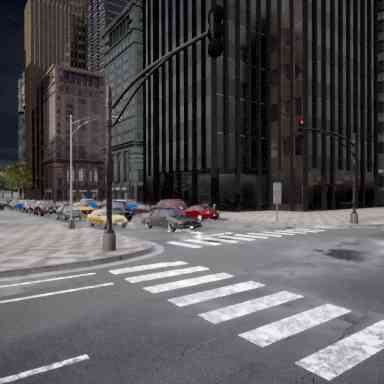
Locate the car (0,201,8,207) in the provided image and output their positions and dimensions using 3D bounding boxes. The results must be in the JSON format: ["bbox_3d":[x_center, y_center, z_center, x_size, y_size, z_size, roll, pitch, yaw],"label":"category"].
[{"bbox_3d":[-44.502,2.769,77.998,1.802,1.307,4.206,-1,0,-35],"label":"car"}]

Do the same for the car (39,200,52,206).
[{"bbox_3d":[-34.846,2.658,79.141,1.947,1.339,4.313,-1,0,-35],"label":"car"}]

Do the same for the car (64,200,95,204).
[{"bbox_3d":[-12.801,1.987,38.168,1.882,1.535,5.008,0,-1,-35],"label":"car"}]

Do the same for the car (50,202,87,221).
[{"bbox_3d":[-12.049,2.003,32.496,2.008,1.369,4.403,-1,0,-35],"label":"car"}]

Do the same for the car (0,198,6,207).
[{"bbox_3d":[-41.381,2.665,73.620,1.887,1.381,4.507,-1,0,-35],"label":"car"}]

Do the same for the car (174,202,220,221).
[{"bbox_3d":[0.573,1.827,29.484,1.887,1.381,4.507,-1,0,-35],"label":"car"}]

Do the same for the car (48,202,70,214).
[{"bbox_3d":[-18.652,2.171,46.433,1.812,1.442,4.674,0,-1,-35],"label":"car"}]

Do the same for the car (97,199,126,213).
[{"bbox_3d":[-11.228,1.874,46.064,2.192,1.841,5.009,-1,0,-35],"label":"car"}]

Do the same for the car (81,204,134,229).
[{"bbox_3d":[-6.277,1.842,24.403,1.752,1.417,4.829,-1,0,-35],"label":"car"}]

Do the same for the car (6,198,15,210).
[{"bbox_3d":[-32.015,2.352,60.486,1.967,1.590,4.097,-1,0,-35],"label":"car"}]

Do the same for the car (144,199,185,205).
[{"bbox_3d":[-2.381,1.667,33.629,2.192,1.841,5.009,-1,0,-35],"label":"car"}]

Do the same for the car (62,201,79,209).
[{"bbox_3d":[-22.762,2.405,62.199,1.802,1.307,4.206,-1,0,-35],"label":"car"}]

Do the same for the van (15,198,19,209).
[{"bbox_3d":[-26.239,2.121,52.385,1.690,1.788,3.998,-1,0,-35],"label":"van"}]

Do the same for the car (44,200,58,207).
[{"bbox_3d":[-31.824,2.593,74.905,1.947,1.339,4.313,-1,0,-35],"label":"car"}]

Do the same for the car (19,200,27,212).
[{"bbox_3d":[-23.400,2.155,48.407,1.967,1.590,4.097,-1,0,-35],"label":"car"}]

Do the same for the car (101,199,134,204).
[{"bbox_3d":[-8.974,1.820,38.297,2.097,1.767,4.553,0,0,-36],"label":"car"}]

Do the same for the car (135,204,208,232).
[{"bbox_3d":[-1.565,1.793,22.397,2.033,1.411,5.357,0,-1,-36],"label":"car"}]

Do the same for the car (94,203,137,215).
[{"bbox_3d":[-7.133,1.978,30.204,1.895,1.301,4.718,0,-1,-36],"label":"car"}]

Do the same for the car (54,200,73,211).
[{"bbox_3d":[-21.720,2.238,56.144,1.882,1.535,5.008,0,0,-35],"label":"car"}]

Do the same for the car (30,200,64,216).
[{"bbox_3d":[-17.729,1.899,40.452,2.192,1.841,5.009,-1,0,-35],"label":"car"}]

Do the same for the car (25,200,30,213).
[{"bbox_3d":[-20.561,2.195,44.430,1.887,1.381,4.507,-1,0,-35],"label":"car"}]

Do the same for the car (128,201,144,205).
[{"bbox_3d":[-5.324,2.003,37.774,1.802,1.307,4.206,-1,0,-35],"label":"car"}]
